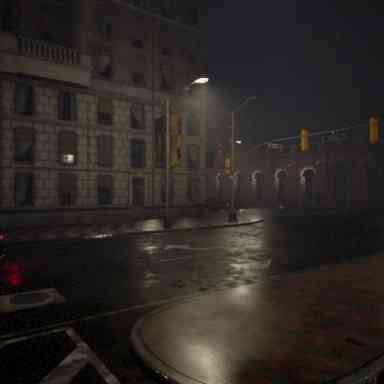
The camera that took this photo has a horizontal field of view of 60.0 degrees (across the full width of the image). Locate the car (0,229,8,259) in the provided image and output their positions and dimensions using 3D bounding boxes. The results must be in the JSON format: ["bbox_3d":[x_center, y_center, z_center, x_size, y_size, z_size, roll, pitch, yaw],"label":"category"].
[{"bbox_3d":[-7.495,1.491,8.470,4.902,1.511,2.128,0,0,-36],"label":"car"}]

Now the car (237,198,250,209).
[{"bbox_3d":[5.740,1.526,45.232,1.812,1.442,4.674,0,0,-36],"label":"car"}]

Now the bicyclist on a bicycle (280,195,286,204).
[{"bbox_3d":[15.477,1.300,56.462,1.656,1.620,0.582,0,0,-36],"label":"bicyclist on a bicycle"}]

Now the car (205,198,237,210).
[{"bbox_3d":[2.996,1.492,43.051,2.128,1.511,4.902,0,0,-36],"label":"car"}]
